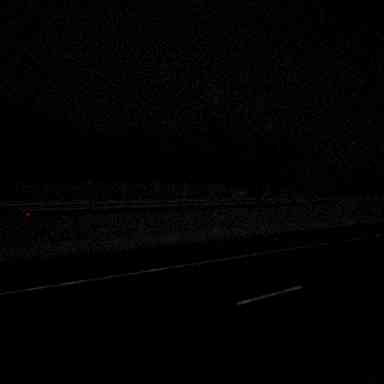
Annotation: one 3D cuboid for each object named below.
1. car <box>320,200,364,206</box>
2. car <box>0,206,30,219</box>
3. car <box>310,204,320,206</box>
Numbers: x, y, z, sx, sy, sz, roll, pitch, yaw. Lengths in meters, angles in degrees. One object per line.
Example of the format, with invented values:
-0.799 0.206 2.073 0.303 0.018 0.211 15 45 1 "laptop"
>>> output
14.824 1.478 31.734 5.008 1.535 1.882 0 0 -35 "car"
-12.457 1.561 20.885 4.181 1.385 1.994 0 0 -35 "car"
14.859 1.601 36.034 4.718 1.301 1.895 0 0 -35 "car"
